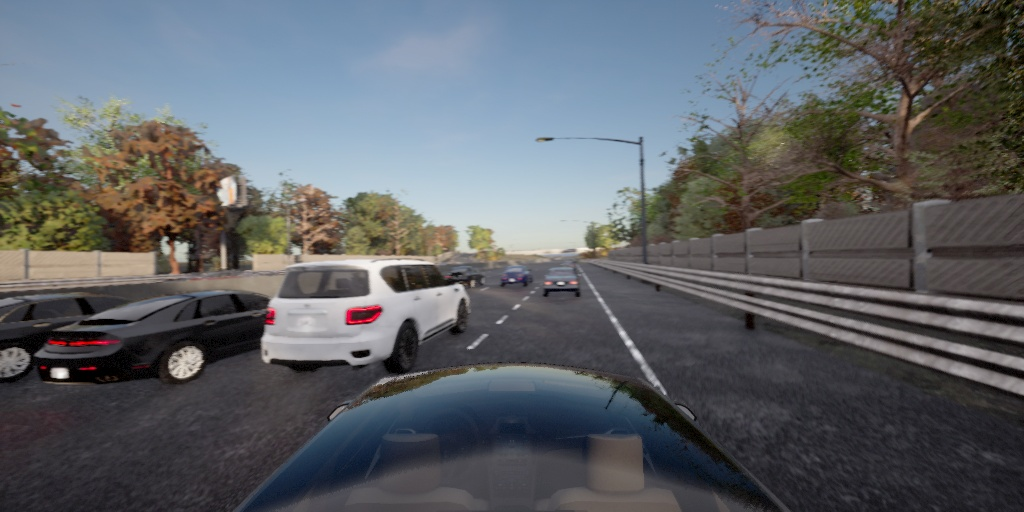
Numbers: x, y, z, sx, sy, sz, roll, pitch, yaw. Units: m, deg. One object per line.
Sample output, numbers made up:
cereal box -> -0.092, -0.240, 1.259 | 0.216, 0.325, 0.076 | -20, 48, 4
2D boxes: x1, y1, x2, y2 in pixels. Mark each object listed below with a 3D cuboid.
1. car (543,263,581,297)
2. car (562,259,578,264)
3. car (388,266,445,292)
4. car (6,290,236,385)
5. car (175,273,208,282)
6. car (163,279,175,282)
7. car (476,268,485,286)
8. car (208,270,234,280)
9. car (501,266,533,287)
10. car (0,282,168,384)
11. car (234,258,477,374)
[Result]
car -> 2.713, 1.331, 19.362 | 2.033, 1.411, 5.357 | -2, 0, 9
car -> 7.752, 1.396, 49.596 | 2.033, 1.411, 5.357 | -2, 0, 9
car -> -6.718, 1.593, 26.005 | 2.128, 1.511, 4.902 | -2, 0, 9
car -> -6.230, 1.473, 7.643 | 1.837, 1.490, 4.892 | -2, 0, 9
car -> -24.085, 1.980, 29.406 | 2.097, 1.767, 4.553 | -2, 0, 10
car -> -27.347, 2.225, 31.074 | 2.128, 1.511, 4.902 | -2, 0, 10
car -> -3.261, 1.502, 25.471 | 1.837, 1.490, 4.892 | -2, 0, 9
car -> -20.675, 2.015, 28.574 | 2.128, 1.511, 4.902 | -2, 0, 10
car -> 0.378, 1.421, 26.022 | 1.812, 1.442, 4.674 | -2, 0, 9
car -> -9.725, 1.576, 7.964 | 1.837, 1.490, 4.892 | -2, 0, 9
car -> -2.643, 1.087, 8.010 | 2.150, 2.045, 5.566 | -2, 0, 9
